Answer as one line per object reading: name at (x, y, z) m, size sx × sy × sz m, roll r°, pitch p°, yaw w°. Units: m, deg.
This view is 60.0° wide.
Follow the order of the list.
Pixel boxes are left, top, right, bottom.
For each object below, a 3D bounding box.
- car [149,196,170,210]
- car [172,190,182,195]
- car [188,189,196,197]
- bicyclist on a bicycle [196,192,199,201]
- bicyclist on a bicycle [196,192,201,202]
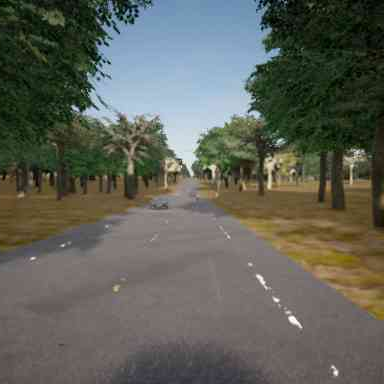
car at (-3.580, 1.222, 37.403) m, size 1.837 × 1.490 × 4.892 m, roll 0°, pitch 0°, yaw 0°
car at (-3.476, 0.146, 78.360) m, size 2.097 × 1.767 × 4.553 m, roll 0°, pitch 2°, yaw 0°
car at (0.025, 0.405, 81.266) m, size 2.128 × 1.511 × 4.902 m, roll 0°, pitch 2°, yaw 0°
bicyclist on a bicycle at (0.981, 0.840, 62.268) m, size 0.582 × 1.620 × 1.656 m, roll 0°, pitch 1°, yaw 0°
bicyclist on a bicycle at (0.983, 0.968, 53.657) m, size 0.866 × 1.612 × 1.509 m, roll 0°, pitch 0°, yaw 0°
